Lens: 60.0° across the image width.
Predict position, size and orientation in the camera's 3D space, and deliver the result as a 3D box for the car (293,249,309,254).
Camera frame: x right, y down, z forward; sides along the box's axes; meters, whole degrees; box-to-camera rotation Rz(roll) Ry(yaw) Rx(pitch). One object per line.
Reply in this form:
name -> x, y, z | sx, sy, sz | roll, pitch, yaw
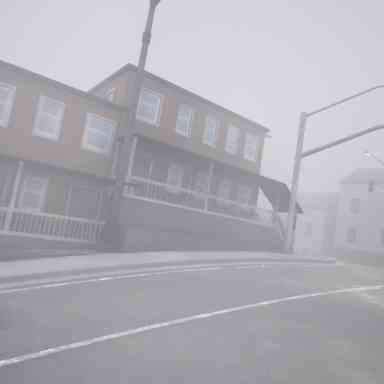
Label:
car -> 8.812, 5.843, 30.355 | 2.128, 1.511, 4.902 | 13, -16, -34
